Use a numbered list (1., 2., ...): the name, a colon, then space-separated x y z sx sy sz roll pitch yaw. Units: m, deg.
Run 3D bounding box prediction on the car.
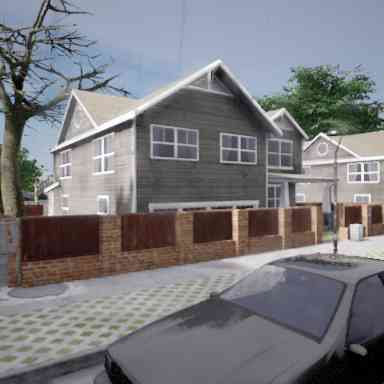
1. car: 1.664 1.554 4.125 5.357 1.411 2.033 0 0 -35
